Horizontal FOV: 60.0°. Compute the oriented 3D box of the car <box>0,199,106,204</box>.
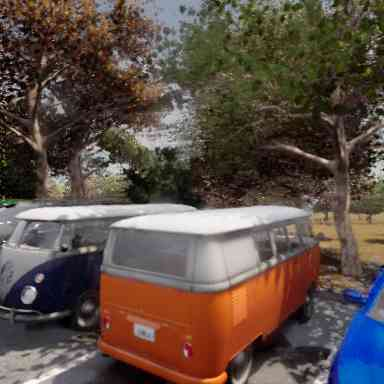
[{"bbox_3d":[-3.857,1.246,8.477,2.435,2.045,5.566,0,0,35],"label":"car"}]

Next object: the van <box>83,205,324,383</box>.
[{"bbox_3d":[0.737,1.260,5.378,1.878,1.987,4.442,0,0,36],"label":"van"}]

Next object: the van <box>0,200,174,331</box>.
[{"bbox_3d":[-1.654,1.266,6.797,1.878,1.987,4.442,0,0,36],"label":"van"}]

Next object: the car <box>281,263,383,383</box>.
[{"bbox_3d":[2.928,1.480,3.679,2.097,1.535,5.008,0,0,36],"label":"car"}]
